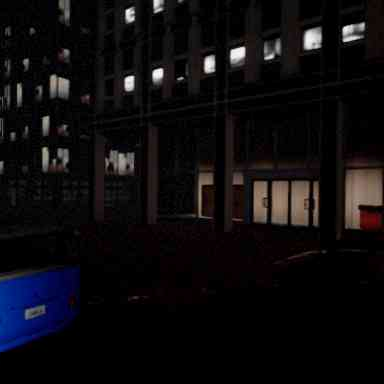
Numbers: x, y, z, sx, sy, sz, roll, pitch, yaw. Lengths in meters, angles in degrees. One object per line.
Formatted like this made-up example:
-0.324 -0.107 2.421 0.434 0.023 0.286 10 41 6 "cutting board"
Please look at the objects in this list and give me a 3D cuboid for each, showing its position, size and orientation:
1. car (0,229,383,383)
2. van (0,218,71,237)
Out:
1.088 1.314 2.085 5.009 1.841 2.192 0 1 36 "car"
-3.536 1.311 5.391 3.998 1.788 1.690 0 1 36 "van"
